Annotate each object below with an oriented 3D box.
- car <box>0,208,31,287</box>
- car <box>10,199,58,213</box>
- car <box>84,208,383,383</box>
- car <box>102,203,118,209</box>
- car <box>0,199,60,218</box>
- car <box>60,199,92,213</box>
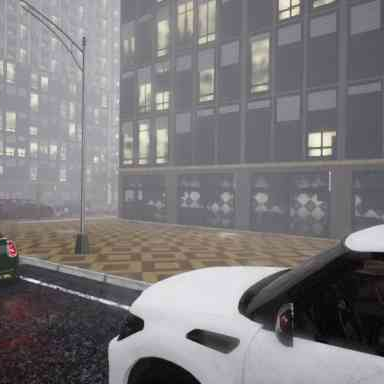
[{"bbox_3d":[-6.211,1.348,8.089,4.553,1.767,2.097,0,0,35],"label":"car"},{"bbox_3d":[-18.682,1.641,39.576,1.752,1.417,4.829,1,0,36],"label":"car"},{"bbox_3d":[1.864,1.222,2.353,5.566,2.045,2.150,0,0,36],"label":"car"},{"bbox_3d":[-8.387,1.828,39.428,1.752,1.417,4.829,1,0,36],"label":"car"},{"bbox_3d":[-15.171,1.518,30.206,2.192,1.841,5.009,1,0,36],"label":"car"},{"bbox_3d":[-14.607,1.692,40.729,1.837,1.490,4.892,1,0,36],"label":"car"}]
